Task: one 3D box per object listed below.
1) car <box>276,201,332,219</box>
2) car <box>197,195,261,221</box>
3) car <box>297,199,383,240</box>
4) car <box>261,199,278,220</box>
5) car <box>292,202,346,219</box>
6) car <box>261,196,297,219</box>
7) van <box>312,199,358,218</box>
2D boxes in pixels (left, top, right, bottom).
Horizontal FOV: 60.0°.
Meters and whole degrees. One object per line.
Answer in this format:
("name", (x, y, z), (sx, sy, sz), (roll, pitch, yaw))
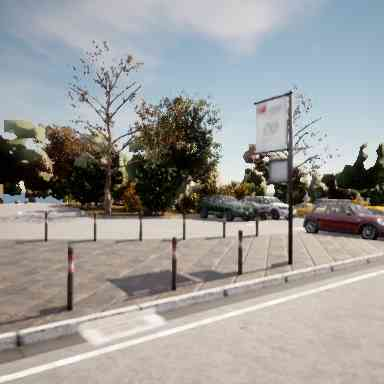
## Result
("car", (11.601, 1.858, 34.848), (1.946, 1.575, 5.366), (2, -1, -36))
("car", (2.677, 1.304, 28.129), (2.435, 2.045, 5.566), (2, -1, -36))
("car", (8.098, 1.381, 16.977), (2.185, 1.767, 4.553), (2, -1, -36))
("car", (4.817, 1.620, 29.713), (2.231, 1.521, 4.892), (2, -1, -36))
("car", (13.760, 1.949, 36.401), (1.946, 1.575, 5.366), (3, -1, -36))
("car", (7.094, 1.437, 31.340), (2.435, 2.045, 5.566), (2, -1, -36))
("van", (16.209, 1.828, 37.792), (1.878, 1.987, 4.442), (3, -1, -36))
